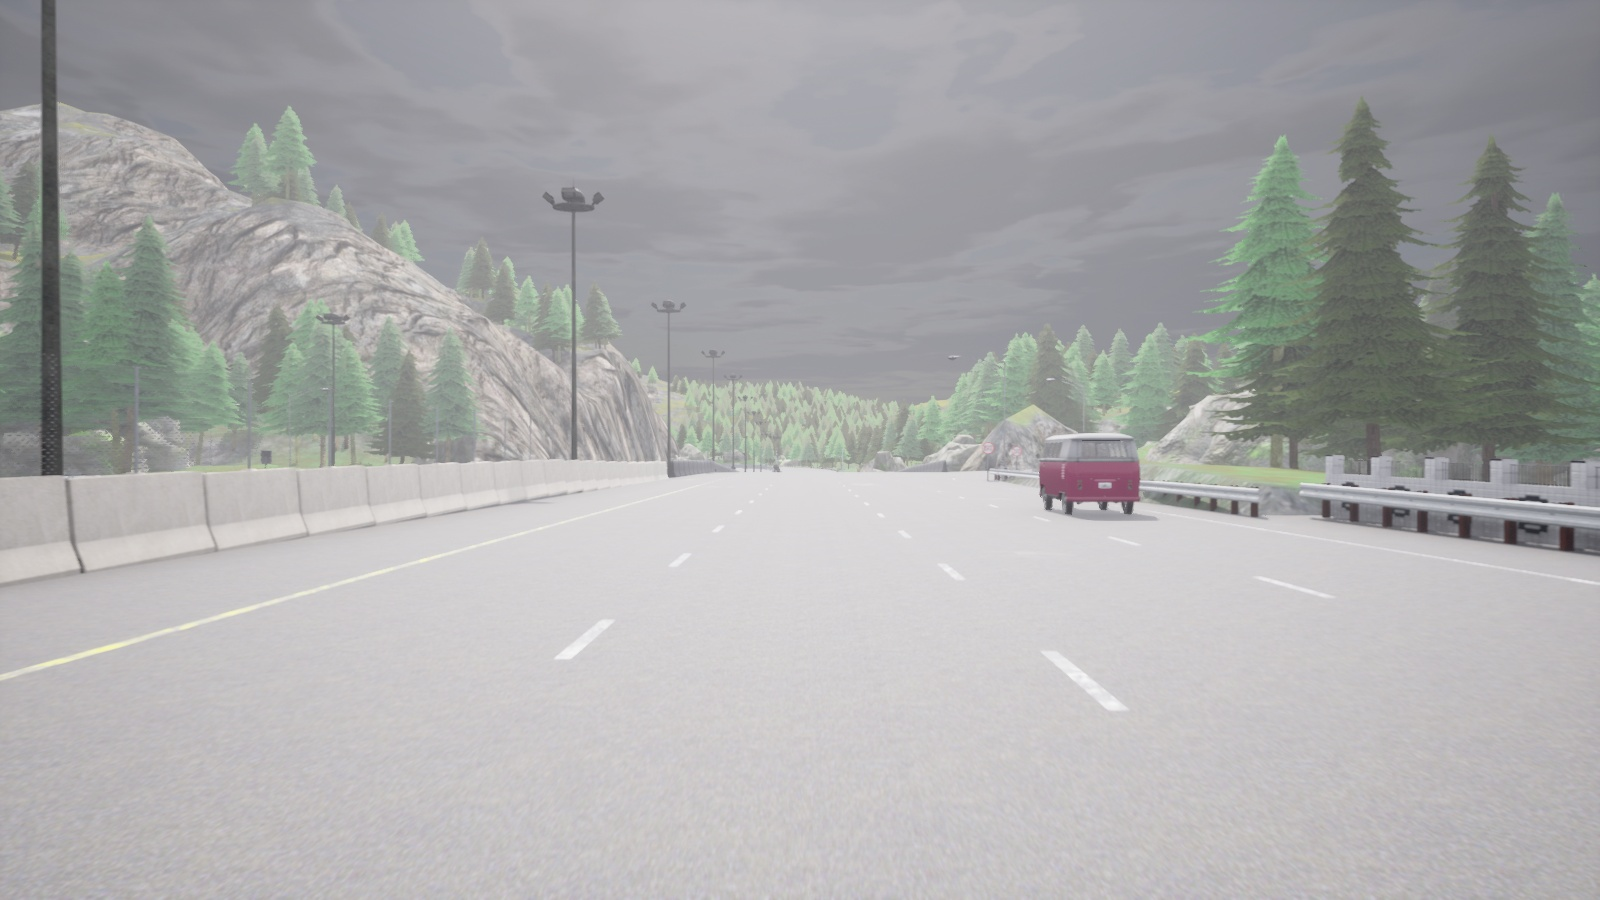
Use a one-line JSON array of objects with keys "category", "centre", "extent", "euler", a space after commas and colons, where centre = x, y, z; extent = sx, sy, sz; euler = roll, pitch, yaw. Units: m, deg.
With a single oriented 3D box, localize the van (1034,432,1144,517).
[{"category": "van", "centre": [7.196, 0.590, 31.707], "extent": [1.775, 1.987, 4.442], "euler": [0, 0, 0]}]
